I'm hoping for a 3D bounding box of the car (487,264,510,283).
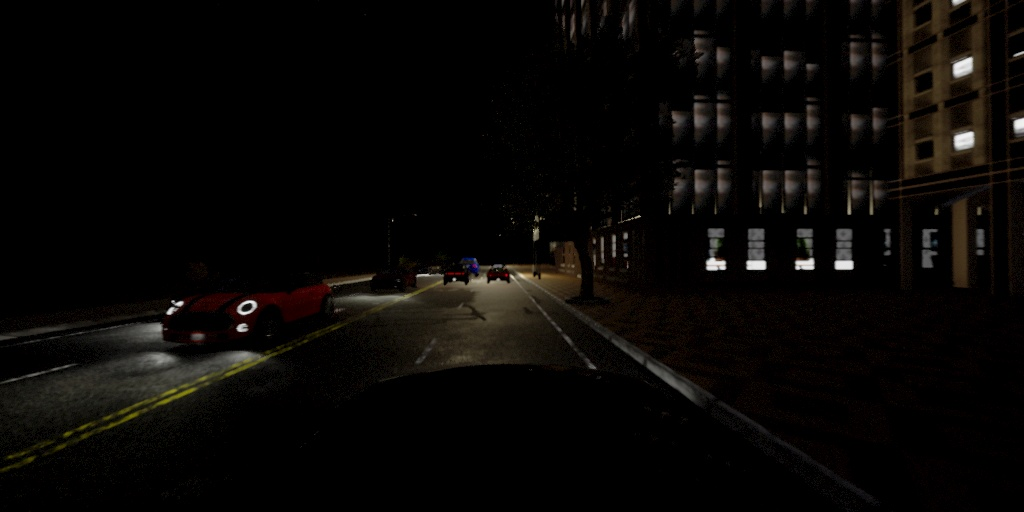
[{"bbox_3d":[-1.152,1.577,30.469,1.895,1.301,4.718,0,0,-2],"label":"car"}]

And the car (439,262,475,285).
[{"bbox_3d":[-4.316,1.476,28.792,1.837,1.490,4.892,0,0,-2],"label":"car"}]

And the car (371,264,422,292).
[{"bbox_3d":[-7.447,1.410,23.058,1.882,1.535,5.008,0,-1,-2],"label":"car"}]

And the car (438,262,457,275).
[{"bbox_3d":[-8.560,1.630,47.793,1.837,1.490,4.892,0,0,-2],"label":"car"}]

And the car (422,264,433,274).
[{"bbox_3d":[-11.799,1.694,47.511,1.994,1.385,4.181,0,0,-2],"label":"car"}]

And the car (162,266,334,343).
[{"bbox_3d":[-6.909,1.181,10.020,2.097,1.767,4.553,0,0,-2],"label":"car"}]

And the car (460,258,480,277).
[{"bbox_3d":[-4.846,1.286,40.717,2.150,2.045,5.566,0,0,-2],"label":"car"}]

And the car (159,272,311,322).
[{"bbox_3d":[-10.338,1.417,14.136,2.033,1.411,5.357,0,0,-2],"label":"car"}]
